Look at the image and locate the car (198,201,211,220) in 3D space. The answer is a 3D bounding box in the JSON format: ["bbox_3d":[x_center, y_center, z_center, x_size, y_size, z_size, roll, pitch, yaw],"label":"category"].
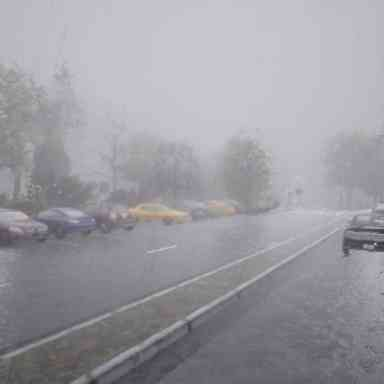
[{"bbox_3d":[-1.303,1.590,26.910,4.792,1.488,2.163,1,0,32],"label":"car"}]

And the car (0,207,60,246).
[{"bbox_3d":[-8.512,1.503,15.168,4.674,1.452,2.002,1,0,32],"label":"car"}]

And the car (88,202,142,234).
[{"bbox_3d":[-5.587,1.389,19.845,4.553,1.767,2.185,1,0,32],"label":"car"}]

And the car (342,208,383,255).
[{"bbox_3d":[7.180,1.615,13.141,2.128,1.511,4.902,1,0,32],"label":"car"}]

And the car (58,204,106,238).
[{"bbox_3d":[-7.063,1.529,17.509,4.674,1.452,2.002,1,0,32],"label":"car"}]

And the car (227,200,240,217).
[{"bbox_3d":[1.616,1.574,31.576,5.008,1.535,2.097,1,0,32],"label":"car"}]

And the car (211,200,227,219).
[{"bbox_3d":[0.161,1.568,29.239,4.892,1.521,2.231,1,0,32],"label":"car"}]

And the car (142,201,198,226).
[{"bbox_3d":[-2.569,1.545,24.448,5.366,1.575,1.946,1,0,32],"label":"car"}]

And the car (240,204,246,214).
[{"bbox_3d":[3.064,1.579,33.920,4.892,1.521,2.231,1,0,32],"label":"car"}]

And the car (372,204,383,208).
[{"bbox_3d":[15.253,1.662,26.266,1.812,1.442,4.674,1,1,32],"label":"car"}]
